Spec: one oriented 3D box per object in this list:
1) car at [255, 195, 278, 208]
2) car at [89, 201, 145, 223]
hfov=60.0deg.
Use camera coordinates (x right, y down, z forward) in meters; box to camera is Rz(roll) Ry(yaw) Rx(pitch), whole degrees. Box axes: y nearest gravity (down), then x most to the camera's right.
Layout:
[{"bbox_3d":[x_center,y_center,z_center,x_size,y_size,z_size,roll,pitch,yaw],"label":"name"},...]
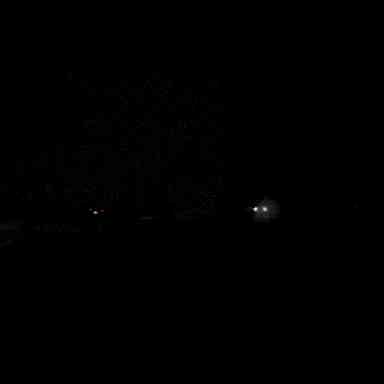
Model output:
[{"bbox_3d":[12.336,1.481,54.724,2.150,2.045,5.566,0,-1,35],"label":"car"},{"bbox_3d":[-5.308,1.358,23.939,1.994,1.385,4.181,1,1,35],"label":"car"}]
